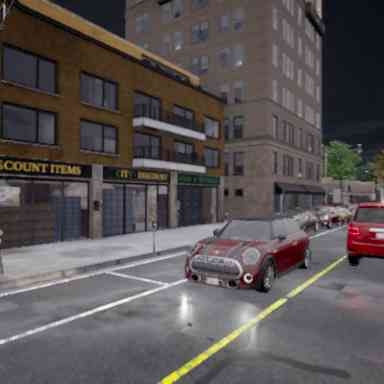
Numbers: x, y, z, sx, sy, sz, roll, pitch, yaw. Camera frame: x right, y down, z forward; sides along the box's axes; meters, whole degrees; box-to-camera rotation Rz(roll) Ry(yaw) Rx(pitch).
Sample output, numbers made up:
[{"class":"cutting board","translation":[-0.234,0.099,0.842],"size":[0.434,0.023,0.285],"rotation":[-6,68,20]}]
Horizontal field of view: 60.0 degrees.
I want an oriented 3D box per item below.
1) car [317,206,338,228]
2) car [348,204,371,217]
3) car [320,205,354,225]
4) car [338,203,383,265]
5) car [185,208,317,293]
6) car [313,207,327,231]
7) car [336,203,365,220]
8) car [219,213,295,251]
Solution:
[{"class":"car","translation":[9.694,1.788,24.866],"size":[1.967,1.590,4.097],"rotation":[0,-1,36]},{"class":"car","translation":[19.340,2.141,38.318],"size":[1.802,1.307,4.206],"rotation":[0,-1,36]},{"class":"car","translation":[12.810,1.941,29.211],"size":[1.752,1.417,4.829],"rotation":[0,-1,36]},{"class":"car","translation":[6.980,1.389,11.667],"size":[2.150,2.045,5.566],"rotation":[0,-1,35]},{"class":"car","translation":[1.775,1.477,9.462],"size":[2.097,1.767,4.553],"rotation":[0,-1,36]},{"class":"car","translation":[6.478,1.829,20.379],"size":[2.008,1.369,4.403],"rotation":[0,-1,36]},{"class":"car","translation":[16.125,1.928,33.835],"size":[1.967,1.590,4.097],"rotation":[0,-1,36]},{"class":"car","translation":[3.263,1.776,15.895],"size":[1.947,1.339,4.313],"rotation":[0,-1,36]}]
